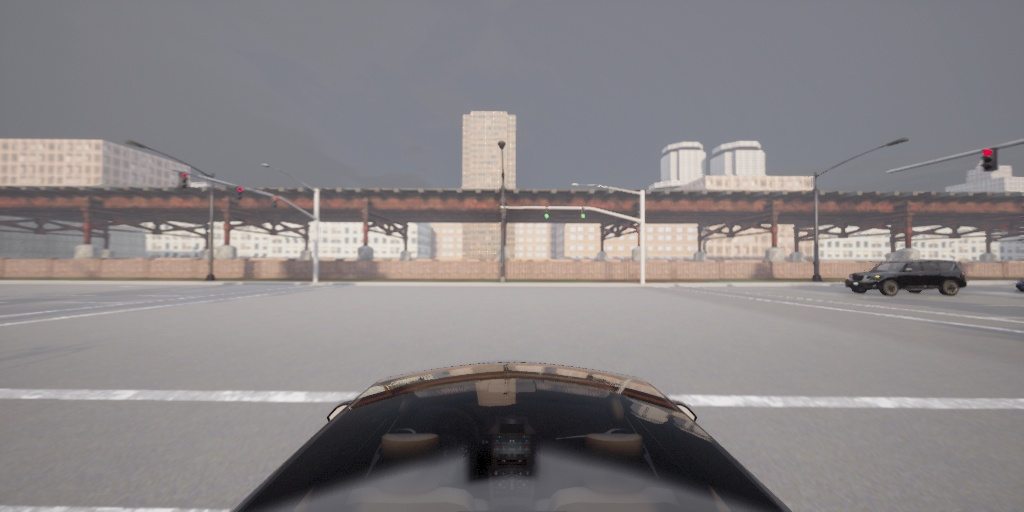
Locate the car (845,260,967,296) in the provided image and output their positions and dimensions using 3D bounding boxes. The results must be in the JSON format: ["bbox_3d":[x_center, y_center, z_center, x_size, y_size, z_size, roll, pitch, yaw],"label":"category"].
[{"bbox_3d":[23.279,1.270,21.336,5.566,2.045,2.150,-1,-1,2],"label":"car"}]

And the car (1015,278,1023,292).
[{"bbox_3d":[33.039,1.496,21.216,4.674,1.442,1.812,-1,-1,1],"label":"car"}]
